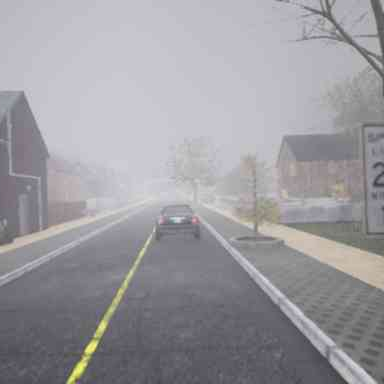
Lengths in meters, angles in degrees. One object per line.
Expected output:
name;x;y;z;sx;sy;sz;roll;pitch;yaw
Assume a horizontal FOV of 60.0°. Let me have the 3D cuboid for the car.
car;-0.782;1.366;17.506;2.097;1.767;4.553;-2;0;-3
